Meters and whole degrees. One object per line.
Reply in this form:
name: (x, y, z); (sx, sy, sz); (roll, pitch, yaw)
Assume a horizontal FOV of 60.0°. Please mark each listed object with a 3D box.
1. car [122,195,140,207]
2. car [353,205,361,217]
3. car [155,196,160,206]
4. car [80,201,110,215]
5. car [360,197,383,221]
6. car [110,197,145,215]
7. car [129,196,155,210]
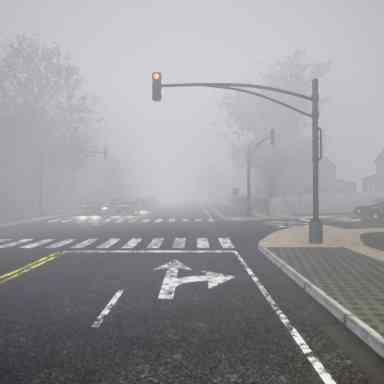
car: (-9.802, 1.396, 54.033); (2.097, 1.767, 4.553); (0, 0, 0)
car: (13.176, 1.036, 22.518); (4.181, 1.385, 1.994); (-2, -1, -6)
car: (-6.550, 1.397, 54.918); (2.097, 1.767, 4.553); (0, 0, 0)
car: (-9.826, 1.583, 33.684); (1.994, 1.385, 4.181); (0, 0, 0)
car: (12.869, 1.053, 19.532); (4.718, 1.301, 1.895); (-2, -1, -6)
car: (-6.576, 1.567, 34.376); (2.033, 1.411, 5.357); (0, 0, 0)
car: (-6.566, 1.522, 44.252); (2.128, 1.511, 4.902); (0, 0, 0)
